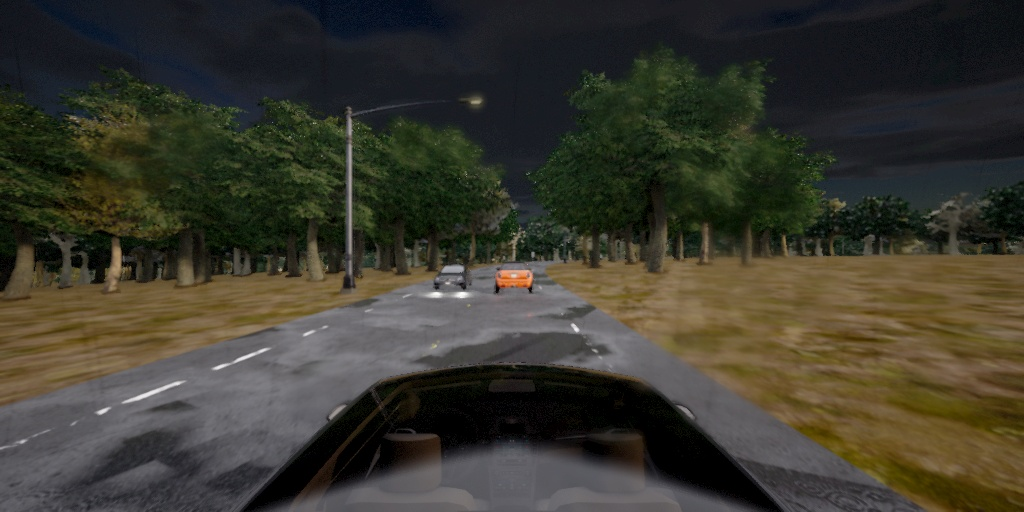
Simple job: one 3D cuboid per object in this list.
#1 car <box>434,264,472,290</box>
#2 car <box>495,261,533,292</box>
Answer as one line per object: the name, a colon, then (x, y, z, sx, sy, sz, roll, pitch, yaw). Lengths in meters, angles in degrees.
car: (-3.548, 1.254, 22.262, 1.812, 1.442, 4.674, 0, 0, 1)
car: (0.117, 1.083, 21.485, 2.097, 1.767, 4.553, 0, 0, 0)
